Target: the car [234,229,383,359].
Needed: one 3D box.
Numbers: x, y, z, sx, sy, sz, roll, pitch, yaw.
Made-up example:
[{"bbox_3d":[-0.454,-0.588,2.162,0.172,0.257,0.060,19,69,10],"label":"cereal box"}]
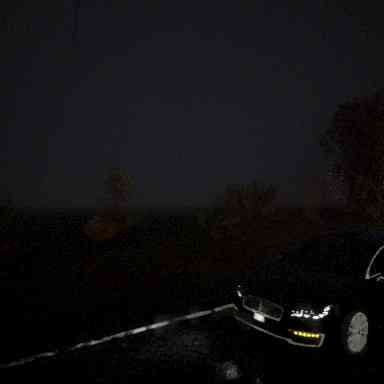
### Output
[{"bbox_3d":[2.918,1.505,6.074,4.892,1.490,1.837,0,0,-36],"label":"car"}]
